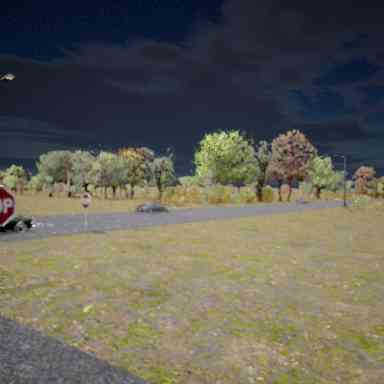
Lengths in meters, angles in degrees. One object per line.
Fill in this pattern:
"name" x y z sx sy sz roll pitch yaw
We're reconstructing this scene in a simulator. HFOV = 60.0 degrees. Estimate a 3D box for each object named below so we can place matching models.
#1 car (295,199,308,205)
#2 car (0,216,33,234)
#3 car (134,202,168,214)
"car" 27.498 2.392 83.597 2.033 1.411 5.357 1 0 36
"car" -11.244 1.666 18.037 1.895 1.301 4.718 1 0 36
"car" -4.750 1.828 38.971 1.994 1.385 4.181 1 1 36
